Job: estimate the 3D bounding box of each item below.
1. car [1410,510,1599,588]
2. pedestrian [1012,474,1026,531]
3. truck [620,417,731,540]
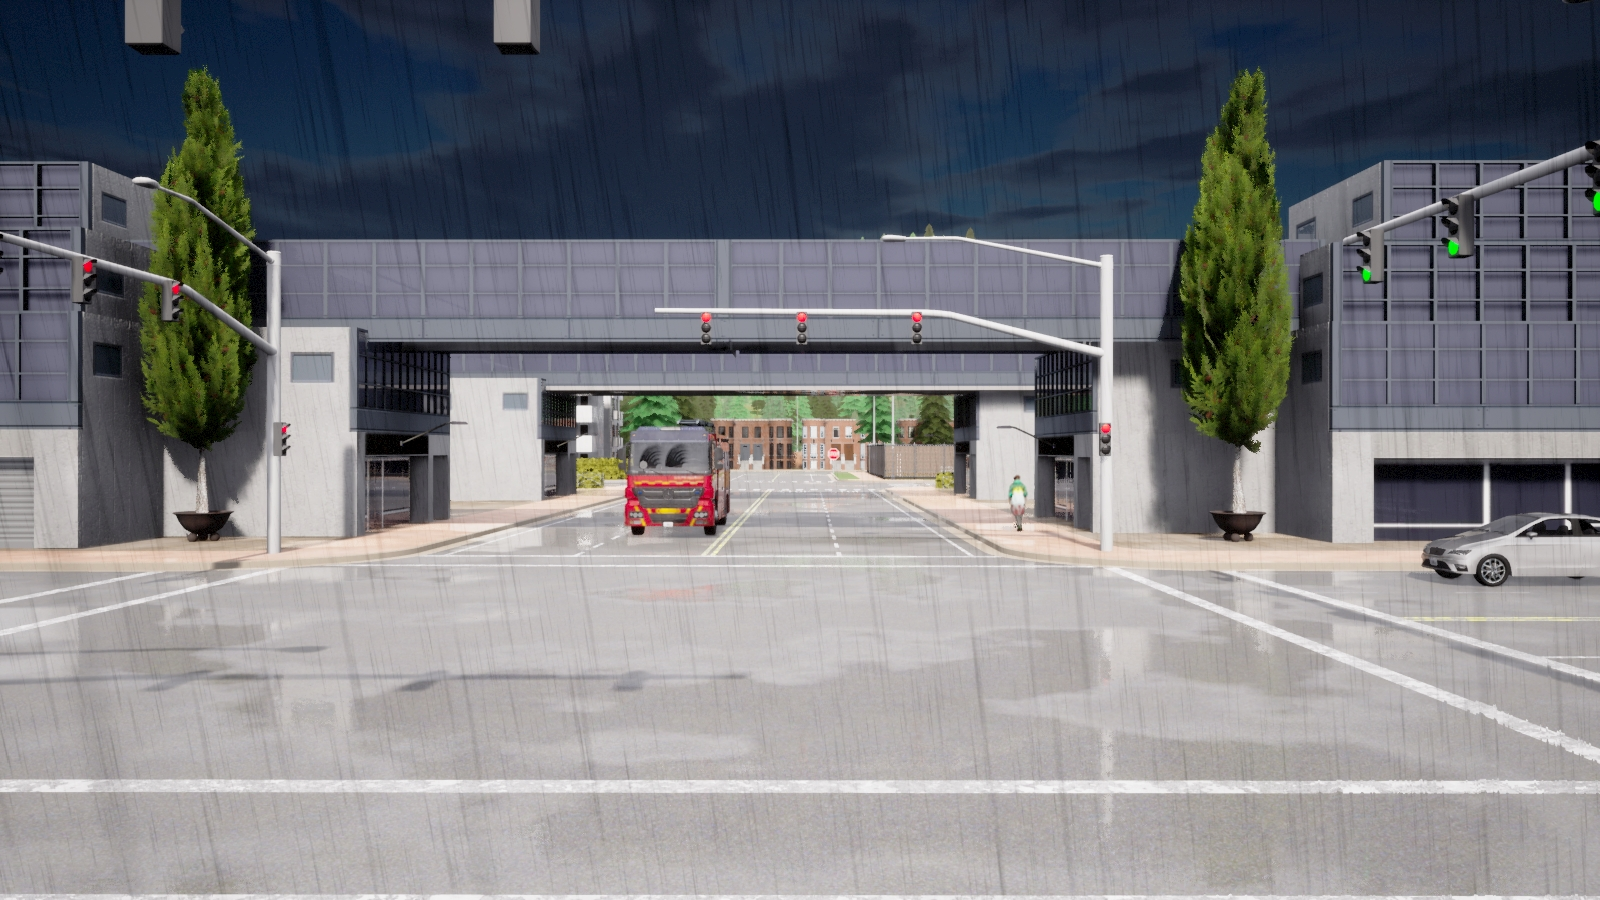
[{"bbox_3d":[15.490,2.066,24.189,4.193,1.474,1.816,0,0,0],"label":"car"},{"bbox_3d":[7.117,1.698,37.110,0.375,1.860,0.375,0,0,2],"label":"pedestrian"},{"bbox_3d":[-4.133,0.890,39.814,2.891,3.827,8.468,0,0,0],"label":"truck"}]
